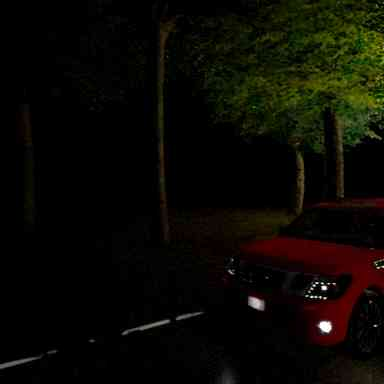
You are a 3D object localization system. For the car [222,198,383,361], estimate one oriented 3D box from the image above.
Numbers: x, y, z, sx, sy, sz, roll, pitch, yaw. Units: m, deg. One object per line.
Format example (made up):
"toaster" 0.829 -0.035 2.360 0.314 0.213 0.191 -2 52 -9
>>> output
"car" 3.137 1.170 6.225 5.566 2.045 2.150 -1 0 -35
